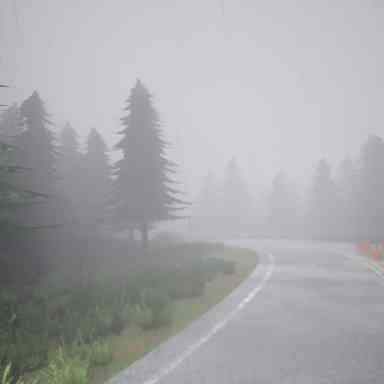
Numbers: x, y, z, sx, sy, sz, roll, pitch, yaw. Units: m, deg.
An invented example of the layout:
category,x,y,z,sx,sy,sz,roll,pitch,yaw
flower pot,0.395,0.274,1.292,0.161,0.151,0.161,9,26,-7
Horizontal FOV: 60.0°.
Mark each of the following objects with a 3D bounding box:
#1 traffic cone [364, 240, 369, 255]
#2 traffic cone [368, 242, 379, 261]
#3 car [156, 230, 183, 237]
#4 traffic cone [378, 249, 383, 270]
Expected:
category,x,y,z,sx,sy,sz,roll,pitch,yaw
traffic cone,7.380,2.313,13.927,0.340,0.580,0.340,-3,-5,20
traffic cone,6.694,2.178,12.044,0.340,0.580,0.340,-3,-4,20
car,-2.789,5.424,40.267,2.128,1.511,4.902,-1,-7,-35
traffic cone,6.009,2.066,10.166,0.340,0.580,0.340,-3,-4,20
